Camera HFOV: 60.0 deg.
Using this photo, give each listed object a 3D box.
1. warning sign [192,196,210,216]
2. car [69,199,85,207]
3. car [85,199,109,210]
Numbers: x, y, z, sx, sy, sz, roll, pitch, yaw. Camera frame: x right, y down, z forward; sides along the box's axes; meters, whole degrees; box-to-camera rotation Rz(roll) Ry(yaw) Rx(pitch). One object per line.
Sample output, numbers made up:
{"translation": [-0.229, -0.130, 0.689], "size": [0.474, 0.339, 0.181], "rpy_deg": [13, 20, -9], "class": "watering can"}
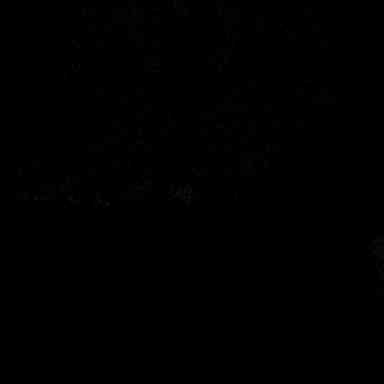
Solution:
{"translation": [0.881, 1.290, 31.379], "size": [1.300, 1.860, 1.060], "rpy_deg": [1, 0, -35], "class": "warning sign"}
{"translation": [-19.117, 1.828, 55.619], "size": [1.994, 1.385, 4.181], "rpy_deg": [0, 0, -35], "class": "car"}
{"translation": [-13.302, 1.753, 47.407], "size": [1.812, 1.442, 4.674], "rpy_deg": [0, 0, -34], "class": "car"}
